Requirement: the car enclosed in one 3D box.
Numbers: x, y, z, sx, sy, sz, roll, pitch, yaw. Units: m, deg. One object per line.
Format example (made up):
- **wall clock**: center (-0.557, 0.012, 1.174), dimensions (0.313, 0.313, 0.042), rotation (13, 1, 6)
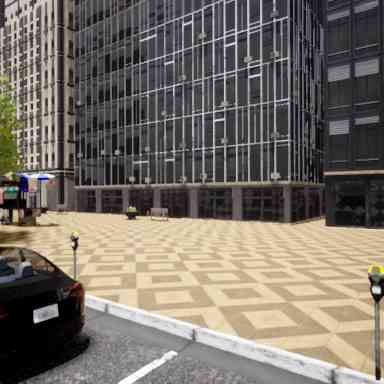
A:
- **car**: center (-3.532, 1.566, 5.406), dimensions (4.313, 1.339, 1.947), rotation (0, 0, 36)
